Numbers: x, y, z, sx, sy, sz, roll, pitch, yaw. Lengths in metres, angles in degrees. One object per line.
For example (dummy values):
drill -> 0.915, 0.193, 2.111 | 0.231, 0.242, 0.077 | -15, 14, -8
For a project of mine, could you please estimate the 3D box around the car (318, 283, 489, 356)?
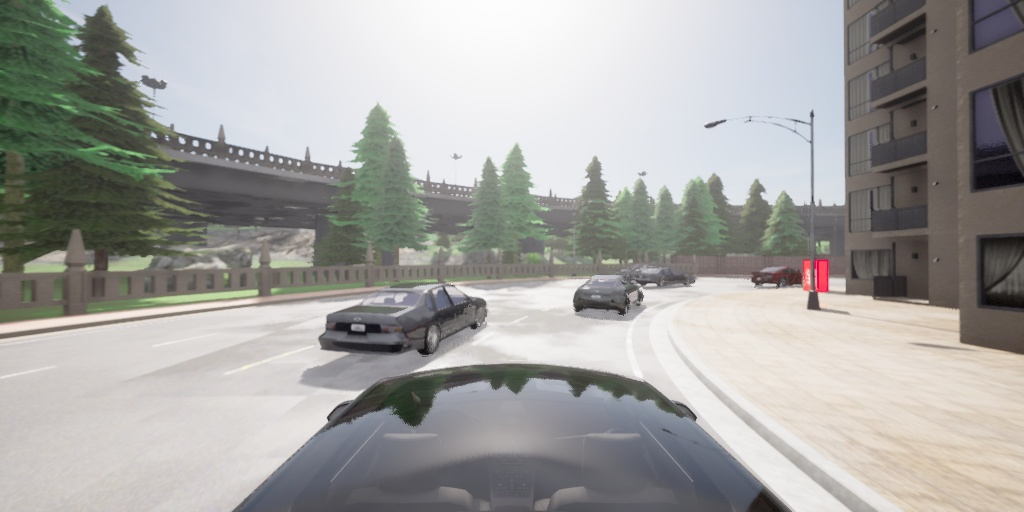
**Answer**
car -> -2.185, 1.368, 8.921 | 2.033, 1.411, 5.357 | 0, -1, 14

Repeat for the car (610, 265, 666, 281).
car -> 12.266, 1.606, 34.991 | 4.902, 1.511, 2.128 | 0, -1, -21

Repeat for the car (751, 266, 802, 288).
car -> 20.205, 1.520, 26.536 | 5.008, 1.535, 1.882 | 0, -1, -15

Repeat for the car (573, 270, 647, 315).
car -> 4.010, 1.454, 14.655 | 1.994, 1.385, 4.181 | 0, -1, 29

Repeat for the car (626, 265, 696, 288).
car -> 11.401, 1.577, 26.874 | 5.357, 1.411, 2.033 | 0, -1, -30

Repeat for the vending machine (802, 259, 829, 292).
vending machine -> 17.717, 1.175, 20.913 | 0.880, 2.100, 1.100 | 0, 0, -23

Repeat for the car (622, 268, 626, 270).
car -> 11.546, 1.597, 30.885 | 4.674, 1.442, 1.812 | 0, -1, -25
